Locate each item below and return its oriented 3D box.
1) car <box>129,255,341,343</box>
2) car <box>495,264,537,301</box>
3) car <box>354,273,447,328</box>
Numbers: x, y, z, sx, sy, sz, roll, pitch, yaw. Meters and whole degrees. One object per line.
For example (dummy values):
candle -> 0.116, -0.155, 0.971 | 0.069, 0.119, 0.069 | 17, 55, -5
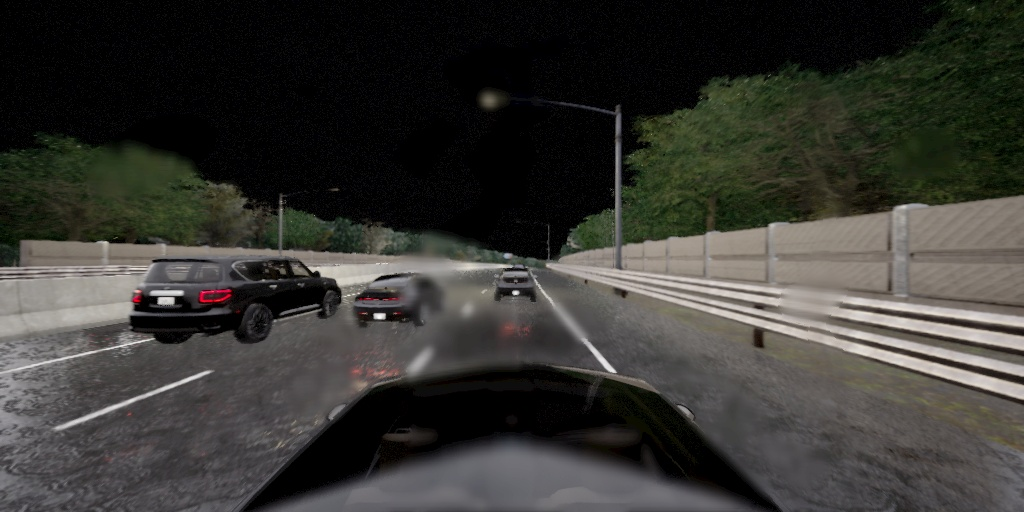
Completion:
car -> -6.903, 0.998, 9.862 | 2.150, 2.045, 5.566 | 0, 0, 0
car -> 0.194, 1.349, 17.970 | 1.837, 1.490, 4.892 | 0, 0, 1
car -> -3.375, 1.298, 11.621 | 1.837, 1.490, 4.892 | 0, 0, 1
